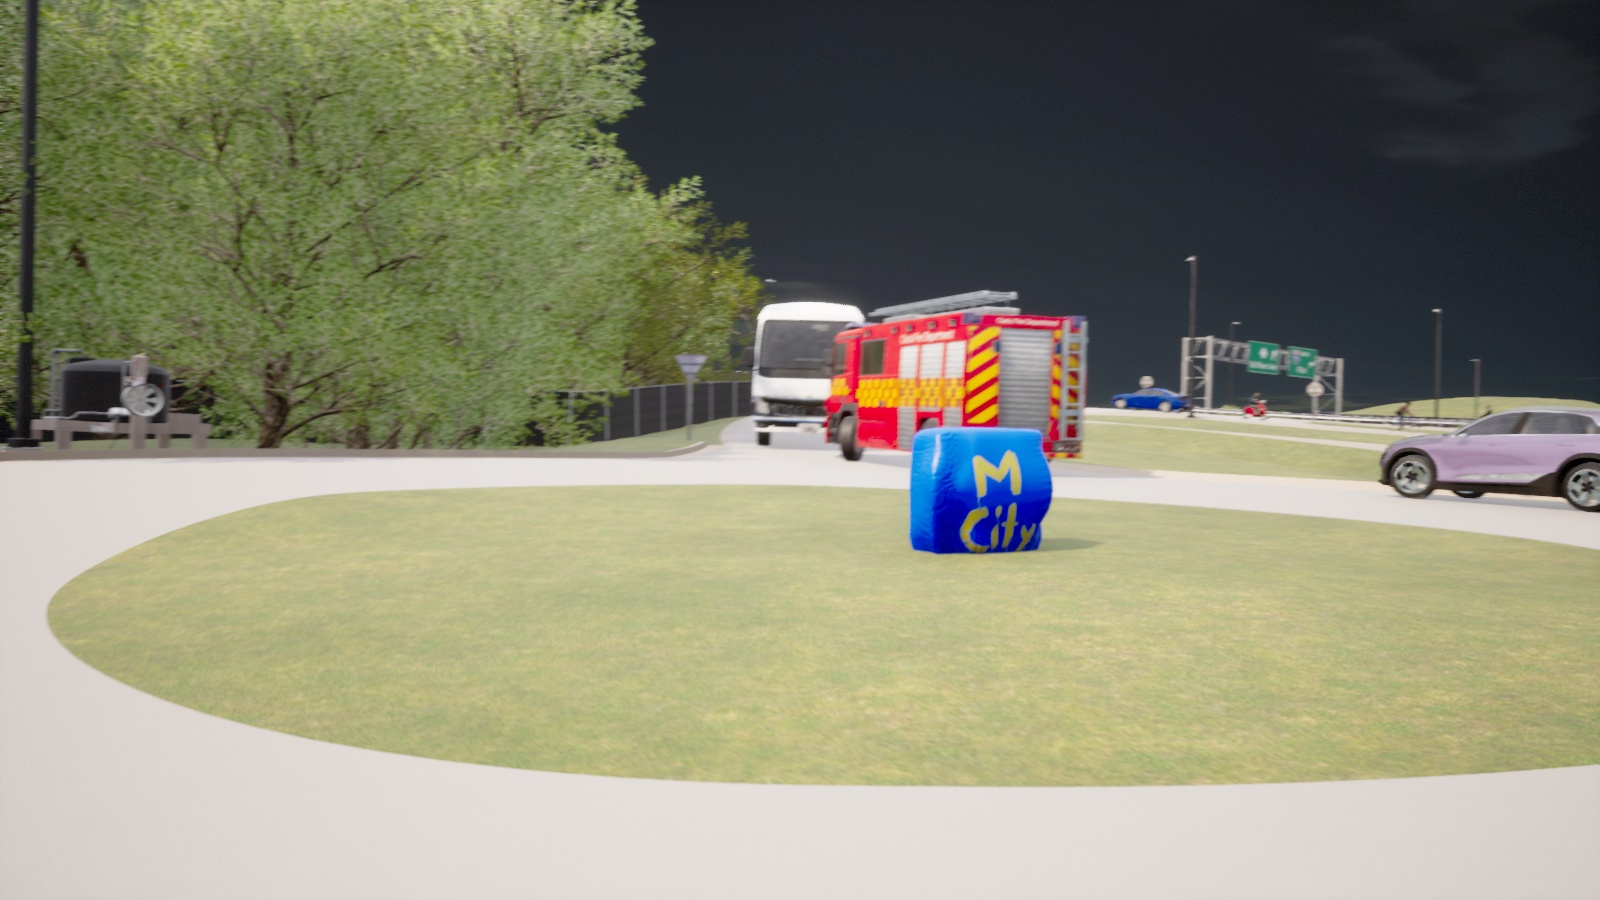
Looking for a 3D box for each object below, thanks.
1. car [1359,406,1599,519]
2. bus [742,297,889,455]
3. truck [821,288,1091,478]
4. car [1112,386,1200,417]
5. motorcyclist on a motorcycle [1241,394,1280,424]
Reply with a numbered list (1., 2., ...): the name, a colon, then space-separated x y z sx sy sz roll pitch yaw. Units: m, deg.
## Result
1. car: 12.057 0.166 20.672 2.033 1.649 4.856 1 1 -31
2. bus: 0.434 -2.528 39.845 3.944 4.253 10.273 2 6 0
3. truck: 3.333 -1.521 29.950 2.891 3.827 8.468 1 2 -19
4. car: 22.634 -3.094 80.007 5.008 1.535 1.882 7 5 42
5. motorcyclist on a motorcycle: 26.384 -2.352 71.984 0.866 1.590 1.817 3 4 -27
